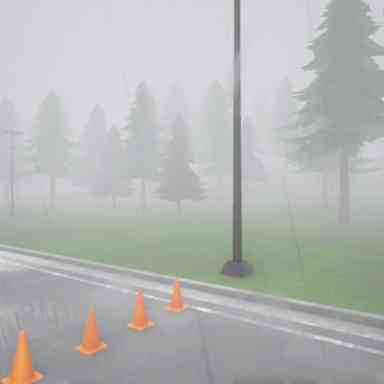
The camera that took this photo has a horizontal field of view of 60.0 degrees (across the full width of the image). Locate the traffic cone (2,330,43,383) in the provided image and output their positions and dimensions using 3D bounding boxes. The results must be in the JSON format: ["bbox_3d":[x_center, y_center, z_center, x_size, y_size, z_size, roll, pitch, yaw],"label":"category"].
[{"bbox_3d":[-2.030,1.959,3.990,0.340,0.580,0.340,0,0,35],"label":"traffic cone"}]

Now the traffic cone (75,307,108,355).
[{"bbox_3d":[-1.452,1.959,4.806,0.340,0.580,0.340,0,0,35],"label":"traffic cone"}]

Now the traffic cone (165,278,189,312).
[{"bbox_3d":[-0.297,1.959,6.438,0.340,0.580,0.340,0,0,35],"label":"traffic cone"}]

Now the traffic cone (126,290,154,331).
[{"bbox_3d":[-0.875,1.959,5.622,0.340,0.580,0.340,0,0,35],"label":"traffic cone"}]
